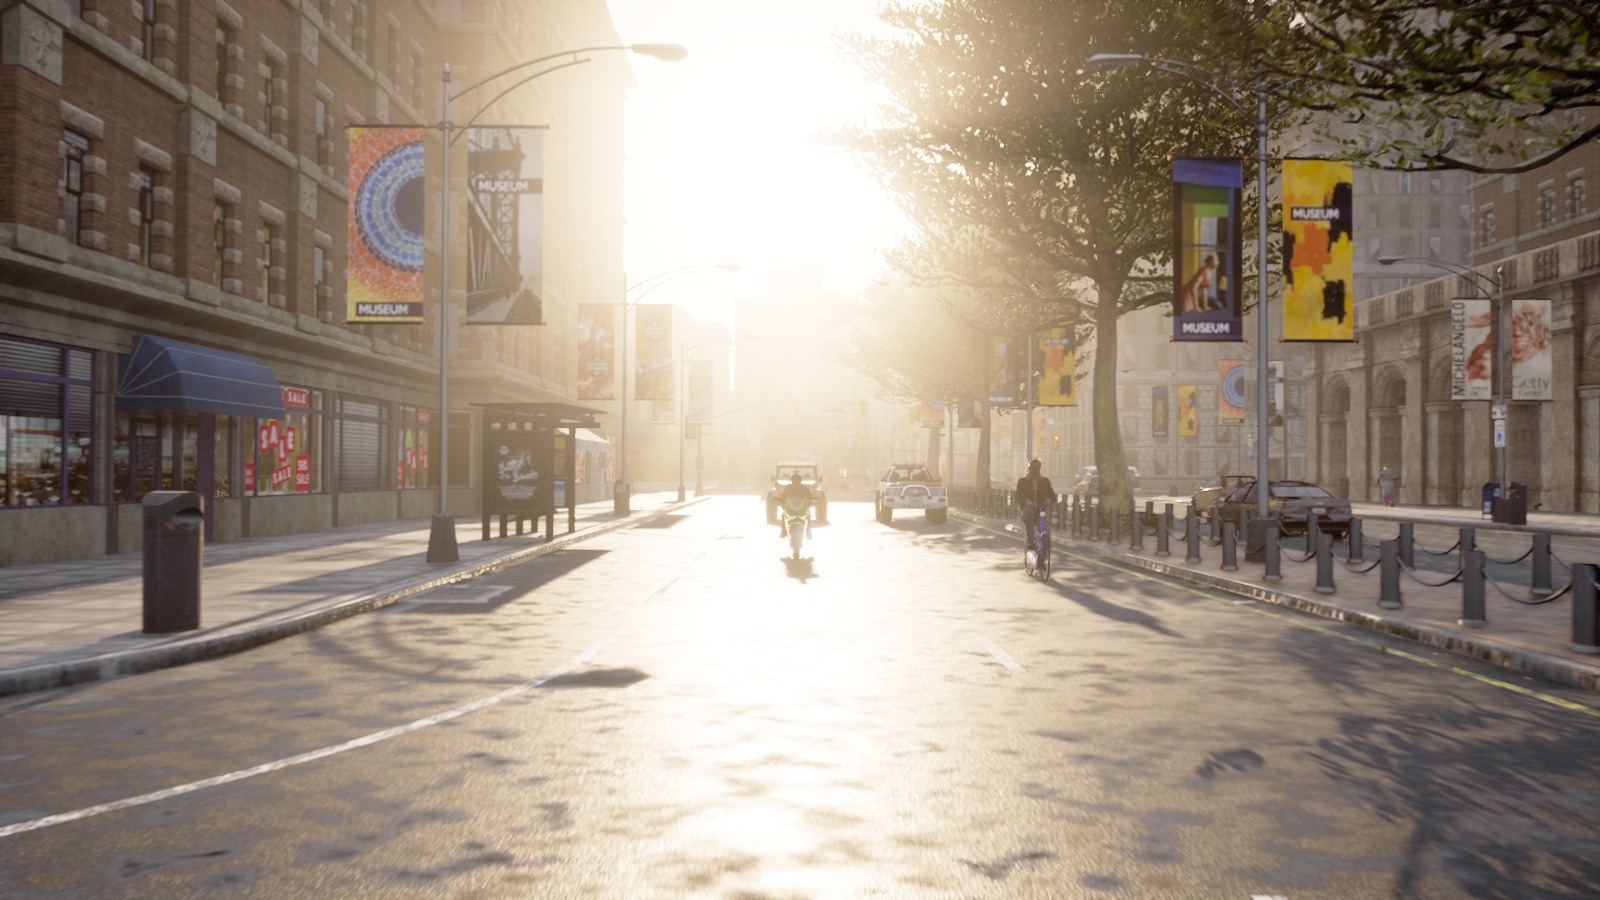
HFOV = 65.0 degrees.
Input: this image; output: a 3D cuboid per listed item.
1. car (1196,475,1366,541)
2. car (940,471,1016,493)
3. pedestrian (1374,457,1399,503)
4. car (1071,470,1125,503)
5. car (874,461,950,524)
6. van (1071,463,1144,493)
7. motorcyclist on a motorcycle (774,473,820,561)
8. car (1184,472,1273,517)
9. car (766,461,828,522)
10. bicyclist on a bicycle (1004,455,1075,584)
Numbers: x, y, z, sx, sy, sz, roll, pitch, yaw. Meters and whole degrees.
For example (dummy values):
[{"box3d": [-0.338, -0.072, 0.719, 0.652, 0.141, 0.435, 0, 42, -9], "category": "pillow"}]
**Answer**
[{"box3d": [11.427, 1.332, 30.309, 2.033, 1.411, 5.357, 0, -1, 0], "category": "car"}, {"box3d": [12.403, 2.253, 87.572, 4.792, 1.488, 2.163, -1, -1, 37], "category": "car"}, {"box3d": [24.901, 1.278, 53.329, 0.659, 1.952, 0.873, 0, -1, 0], "category": "pedestrian"}, {"box3d": [14.832, 1.799, 62.650, 1.789, 1.549, 3.705, 0, -1, 0], "category": "car"}, {"box3d": [3.405, 1.279, 38.926, 1.932, 1.855, 4.605, 0, -1, 0], "category": "car"}, {"box3d": [21.390, 1.938, 87.447, 4.480, 2.038, 2.069, 0, -1, -11], "category": "van"}, {"box3d": [-0.056, 1.186, 22.867, 0.797, 1.523, 2.044, 0, -1, 0], "category": "motorcyclist on a motorcycle"}, {"box3d": [14.894, 1.514, 43.859, 1.845, 1.501, 3.633, 0, -1, 0], "category": "car"}, {"box3d": [-0.099, 1.301, 40.620, 1.905, 1.878, 3.866, 0, -1, 0], "category": "car"}, {"box3d": [3.455, 0.982, 18.231, 0.659, 1.776, 1.843, 0, -1, 0], "category": "bicyclist on a bicycle"}]
